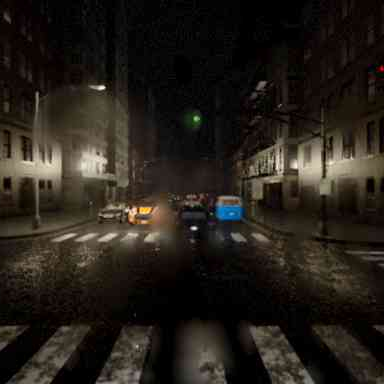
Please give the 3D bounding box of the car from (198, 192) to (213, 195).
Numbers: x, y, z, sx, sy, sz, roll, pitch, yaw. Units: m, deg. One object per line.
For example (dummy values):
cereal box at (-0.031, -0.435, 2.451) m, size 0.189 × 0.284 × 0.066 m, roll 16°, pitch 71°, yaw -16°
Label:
car at (2.551, 1.000, 52.126) m, size 2.192 × 1.841 × 5.009 m, roll 0°, pitch 0°, yaw 0°

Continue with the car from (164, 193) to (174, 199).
car at (-5.523, 0.939, 80.516) m, size 1.967 × 1.590 × 4.097 m, roll 0°, pitch 0°, yaw 0°

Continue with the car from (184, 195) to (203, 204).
car at (0.027, 1.354, 41.542) m, size 1.895 × 1.301 × 4.718 m, roll 0°, pitch 0°, yaw 0°

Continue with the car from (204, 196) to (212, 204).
car at (2.579, 1.375, 35.084) m, size 1.802 × 1.307 × 4.206 m, roll 0°, pitch 0°, yaw 0°

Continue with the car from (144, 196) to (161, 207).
car at (-5.465, 1.249, 46.256) m, size 1.752 × 1.417 × 4.829 m, roll 0°, pitch 0°, yaw 0°

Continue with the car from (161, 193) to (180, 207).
car at (-2.901, 1.264, 38.267) m, size 2.128 × 1.511 × 4.902 m, roll 0°, pitch 1°, yaw 0°

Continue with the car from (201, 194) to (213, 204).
car at (2.560, 1.304, 46.446) m, size 1.802 × 1.307 × 4.206 m, roll 0°, pitch 0°, yaw 0°

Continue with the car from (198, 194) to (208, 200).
car at (2.512, 1.087, 74.852) m, size 2.008 × 1.369 × 4.403 m, roll 0°, pitch 0°, yaw 0°

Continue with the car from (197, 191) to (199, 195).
car at (2.531, 1.051, 63.489) m, size 1.967 × 1.590 × 4.097 m, roll 0°, pitch 0°, yaw 0°

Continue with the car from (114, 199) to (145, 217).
car at (-5.436, 1.371, 29.381) m, size 1.887 × 1.381 × 4.507 m, roll 0°, pitch 0°, yaw 0°

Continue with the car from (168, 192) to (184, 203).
car at (-2.849, 1.168, 57.833) m, size 1.837 × 1.490 × 4.892 m, roll 0°, pitch 0°, yaw 0°

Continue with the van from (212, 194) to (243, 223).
van at (2.598, 1.201, 23.720) m, size 1.690 × 1.788 × 3.998 m, roll 0°, pitch 0°, yaw 0°

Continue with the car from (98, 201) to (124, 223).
car at (-5.427, 1.411, 23.699) m, size 2.008 × 1.369 × 4.403 m, roll 0°, pitch 0°, yaw 0°

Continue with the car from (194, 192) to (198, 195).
car at (-0.108, 1.206, 64.292) m, size 1.895 × 1.301 × 4.718 m, roll 0°, pitch 0°, yaw 0°

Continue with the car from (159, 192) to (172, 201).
car at (-5.503, 0.889, 69.151) m, size 2.192 × 1.841 × 5.009 m, roll 0°, pitch 0°, yaw 0°

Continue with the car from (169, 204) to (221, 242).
car at (0.079, 1.475, 15.896) m, size 1.994 × 1.385 × 4.181 m, roll 0°, pitch 0°, yaw 0°

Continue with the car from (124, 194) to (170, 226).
car at (-2.882, 1.221, 22.252) m, size 2.097 × 1.767 × 4.553 m, roll 0°, pitch 0°, yaw 0°

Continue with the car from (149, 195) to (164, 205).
car at (-5.475, 1.251, 52.108) m, size 1.947 × 1.339 × 4.313 m, roll 0°, pitch 0°, yaw 0°
